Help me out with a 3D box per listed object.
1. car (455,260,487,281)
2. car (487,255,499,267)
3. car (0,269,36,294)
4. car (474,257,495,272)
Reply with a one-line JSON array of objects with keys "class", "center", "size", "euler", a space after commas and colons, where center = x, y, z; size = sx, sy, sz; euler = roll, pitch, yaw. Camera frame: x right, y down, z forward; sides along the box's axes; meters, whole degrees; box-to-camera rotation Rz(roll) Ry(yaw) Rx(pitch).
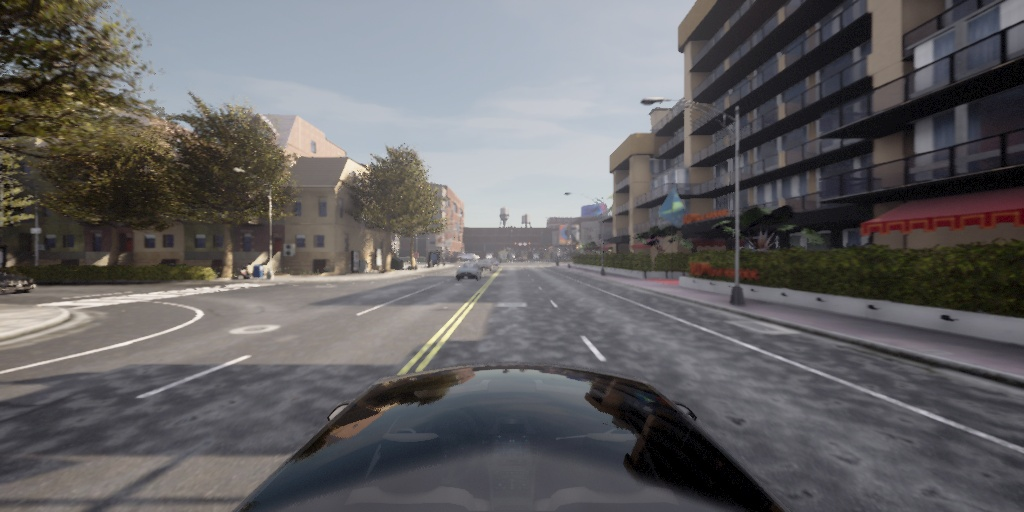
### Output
[{"class": "car", "center": [-3.604, 1.301, 30.784], "size": [2.033, 1.411, 5.357], "euler": [0, 0, 0]}, {"class": "car", "center": [-3.522, 1.162, 65.039], "size": [2.097, 1.767, 4.553], "euler": [0, 0, 0]}, {"class": "car", "center": [-27.651, 1.253, 18.357], "size": [4.892, 1.490, 1.837], "euler": [0, 0, 0]}, {"class": "car", "center": [-3.593, 1.260, 47.550], "size": [1.837, 1.490, 4.892], "euler": [0, 0, 0]}]
